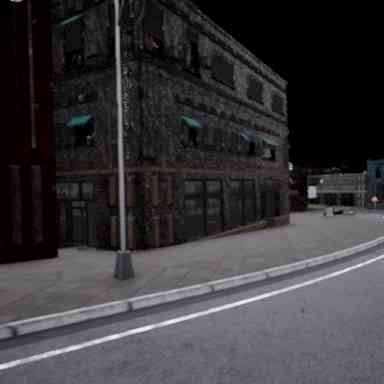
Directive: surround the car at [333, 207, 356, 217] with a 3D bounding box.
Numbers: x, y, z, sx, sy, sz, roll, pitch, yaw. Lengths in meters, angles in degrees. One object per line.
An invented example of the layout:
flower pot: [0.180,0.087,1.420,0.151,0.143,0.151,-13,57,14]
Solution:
car: [24.371,3.175,53.233,2.128,1.511,4.902,-1,-3,-1]
